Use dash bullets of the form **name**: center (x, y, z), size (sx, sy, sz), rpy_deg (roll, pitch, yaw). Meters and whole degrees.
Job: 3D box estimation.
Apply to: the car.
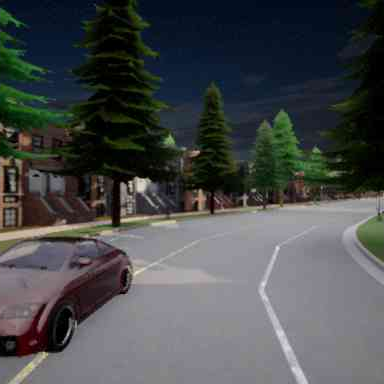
- **car**: center (-2.588, 1.544, 6.091), size (1.994, 1.385, 4.181), rpy_deg (0, 0, 9)
